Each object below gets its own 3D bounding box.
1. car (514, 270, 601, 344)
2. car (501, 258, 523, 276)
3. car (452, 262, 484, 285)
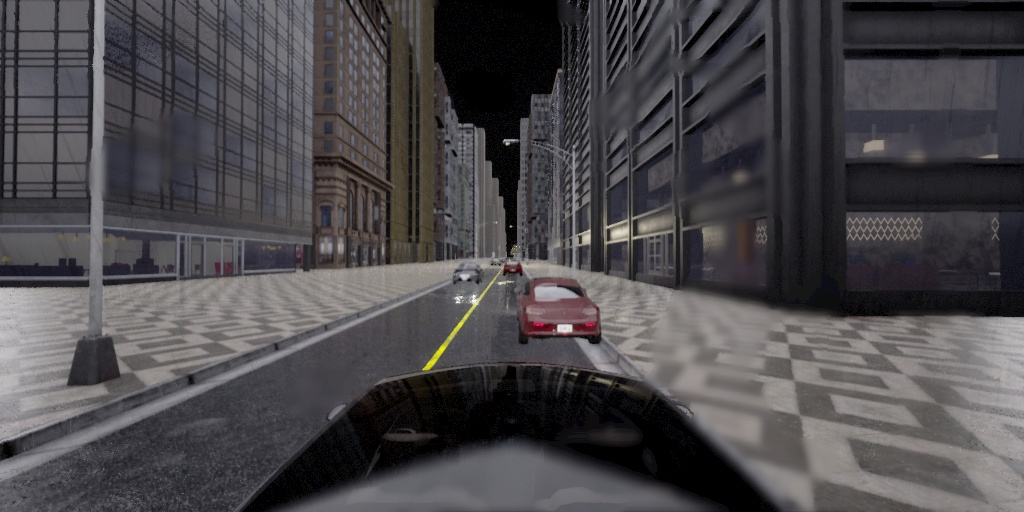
[{"bbox_3d":[1.050,1.272,9.428,1.812,1.442,4.674,0,0,0],"label":"car"},{"bbox_3d":[0.084,1.210,37.182,1.882,1.535,5.008,0,0,0],"label":"car"},{"bbox_3d":[-3.097,1.229,25.943,2.128,1.511,4.902,0,0,0],"label":"car"}]
